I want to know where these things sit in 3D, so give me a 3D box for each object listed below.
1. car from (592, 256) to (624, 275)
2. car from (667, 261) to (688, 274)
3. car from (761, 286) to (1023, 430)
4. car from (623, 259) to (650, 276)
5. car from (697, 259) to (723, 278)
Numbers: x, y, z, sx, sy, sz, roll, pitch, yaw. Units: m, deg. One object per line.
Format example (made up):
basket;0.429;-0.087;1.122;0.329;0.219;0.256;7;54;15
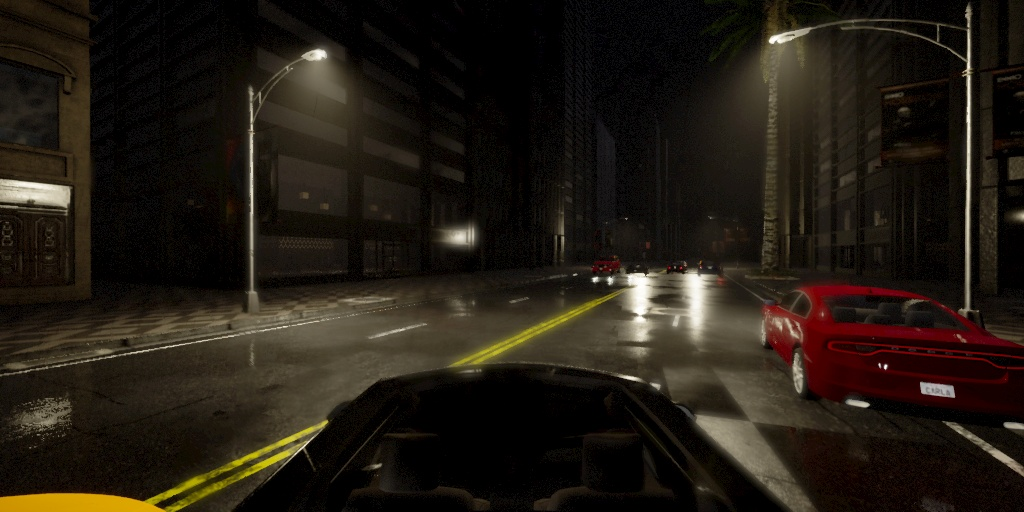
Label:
car;10.457;0.987;39.483;2.150;2.045;5.566;0;0;27
car;18.667;1.317;40.788;2.033;1.411;5.357;0;0;27
car;5.516;1.228;5.895;1.882;1.535;5.008;0;0;27
car;13.378;1.330;38.053;1.994;1.385;4.181;0;0;27
car;19.304;1.118;34.965;2.097;1.767;4.553;0;0;27
